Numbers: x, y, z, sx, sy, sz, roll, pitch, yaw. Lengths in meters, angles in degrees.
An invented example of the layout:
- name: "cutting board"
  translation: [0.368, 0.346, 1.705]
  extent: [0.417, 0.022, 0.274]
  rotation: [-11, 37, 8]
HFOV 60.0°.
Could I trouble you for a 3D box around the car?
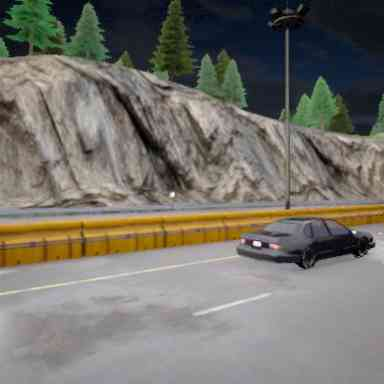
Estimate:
- name: "car"
  translation: [3.908, 1.521, 10.979]
  extent: [5.357, 1.411, 2.033]
  rotation: [0, 0, -35]
